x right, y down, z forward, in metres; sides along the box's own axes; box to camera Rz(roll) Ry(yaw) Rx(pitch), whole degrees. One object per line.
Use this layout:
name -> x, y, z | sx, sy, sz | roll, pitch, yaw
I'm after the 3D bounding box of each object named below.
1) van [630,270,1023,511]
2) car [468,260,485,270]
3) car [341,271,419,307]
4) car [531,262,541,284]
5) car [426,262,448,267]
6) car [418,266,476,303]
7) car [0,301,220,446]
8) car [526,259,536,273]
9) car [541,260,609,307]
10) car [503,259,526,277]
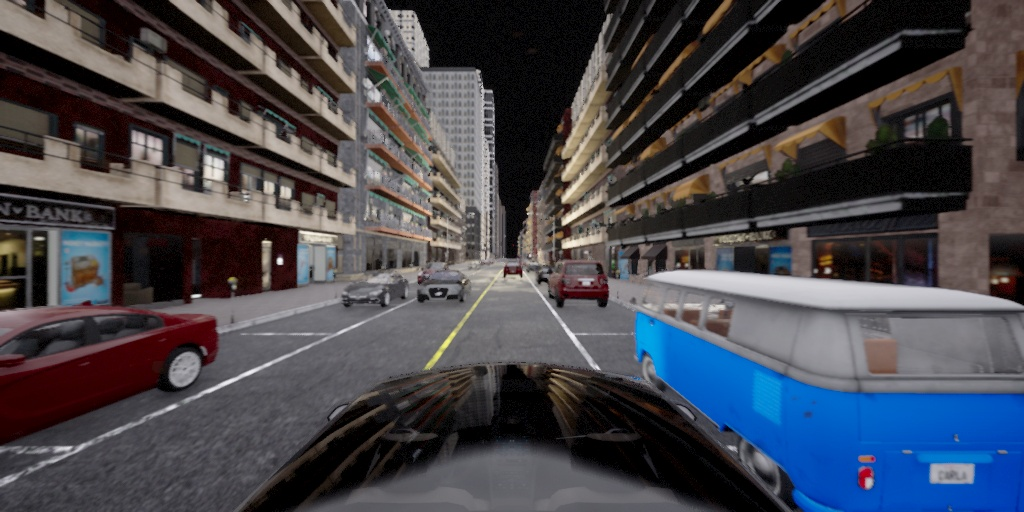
van -> 2.690, 1.094, 4.042 | 1.690, 1.789, 3.998 | 0, 0, 0
car -> -5.694, 1.384, 55.180 | 2.007, 1.370, 4.403 | 0, 0, 0
car -> -5.692, 1.319, 15.404 | 2.007, 1.370, 4.403 | 0, 0, 0
car -> 2.689, 1.351, 26.771 | 1.948, 1.339, 4.313 | 0, 0, 0
car -> -5.692, 1.225, 26.768 | 1.967, 1.591, 4.097 | 0, 0, 0
car -> -3.001, 1.356, 16.626 | 1.994, 1.385, 4.181 | 0, 0, 0
car -> -5.690, 1.298, 4.039 | 1.888, 1.381, 4.507 | 0, 0, 0
car -> 2.688, 1.364, 43.818 | 2.007, 1.370, 4.403 | 0, 0, 0
car -> 2.689, 1.083, 15.406 | 2.192, 1.841, 5.009 | 0, 0, 0
car -> 0.098, 1.277, 35.772 | 1.882, 1.535, 5.008 | 0, 0, 0
